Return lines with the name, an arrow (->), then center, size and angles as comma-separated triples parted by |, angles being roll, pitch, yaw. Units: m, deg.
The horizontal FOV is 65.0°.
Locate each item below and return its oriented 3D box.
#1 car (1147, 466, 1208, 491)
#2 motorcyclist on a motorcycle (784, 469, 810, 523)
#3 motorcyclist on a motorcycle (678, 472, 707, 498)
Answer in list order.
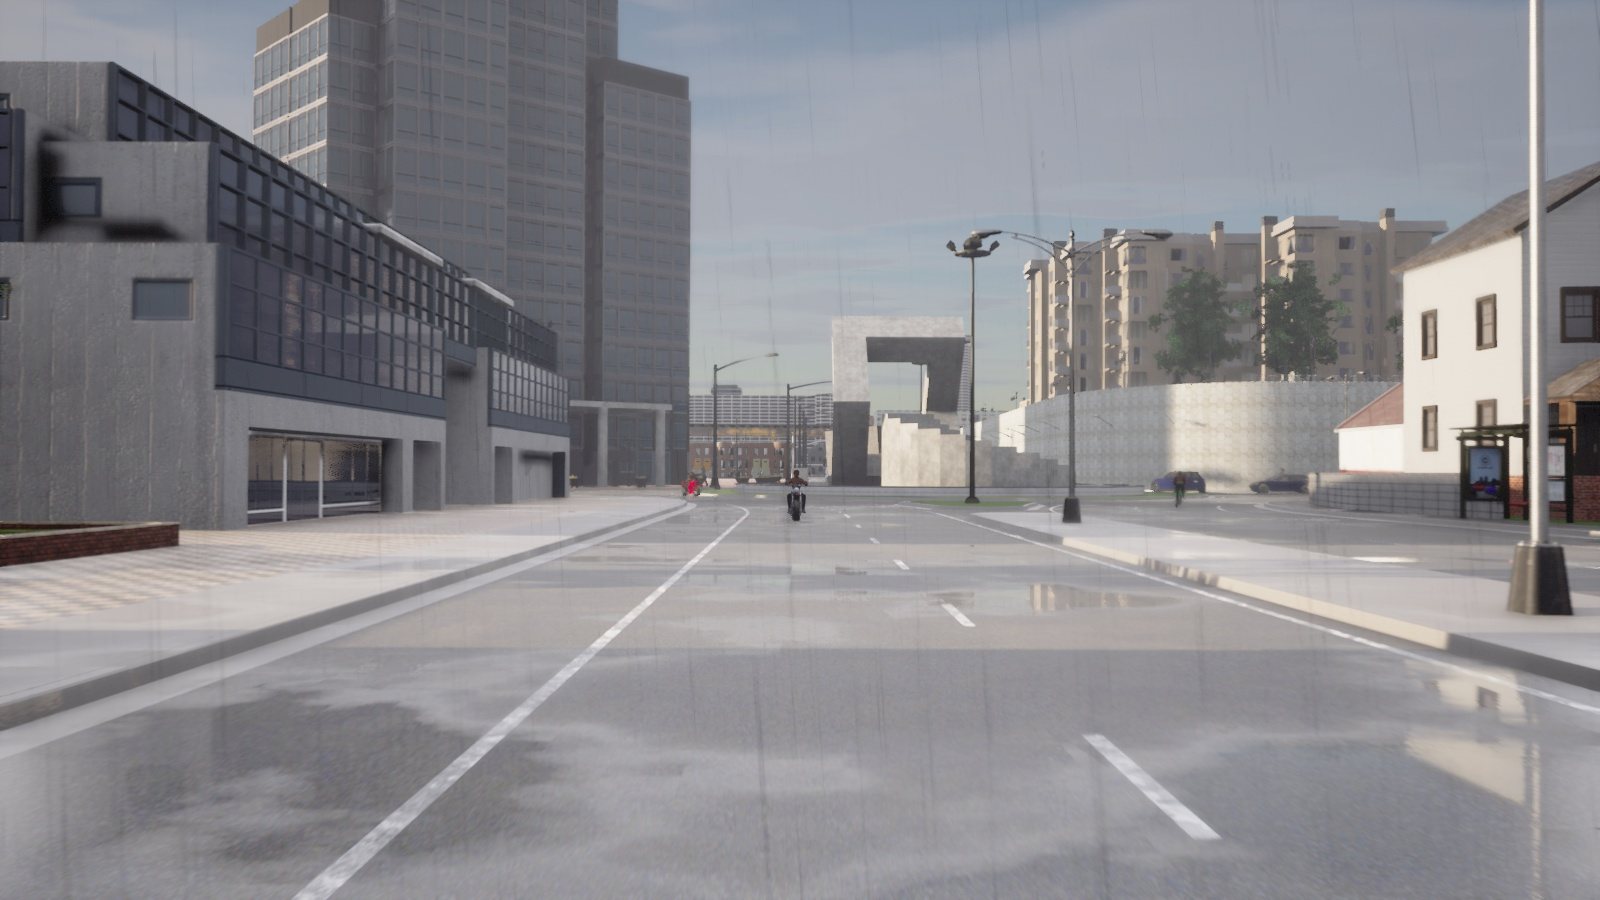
car -> 27.853, 2.115, 92.813 | 2.097, 1.767, 4.553 | 0, -1, -19
motorcyclist on a motorcycle -> -0.098, 1.425, 39.404 | 0.766, 1.649, 2.350 | 0, -1, 0
motorcyclist on a motorcycle -> -6.319, 2.055, 73.627 | 0.797, 1.523, 2.044 | 1, -2, -35
